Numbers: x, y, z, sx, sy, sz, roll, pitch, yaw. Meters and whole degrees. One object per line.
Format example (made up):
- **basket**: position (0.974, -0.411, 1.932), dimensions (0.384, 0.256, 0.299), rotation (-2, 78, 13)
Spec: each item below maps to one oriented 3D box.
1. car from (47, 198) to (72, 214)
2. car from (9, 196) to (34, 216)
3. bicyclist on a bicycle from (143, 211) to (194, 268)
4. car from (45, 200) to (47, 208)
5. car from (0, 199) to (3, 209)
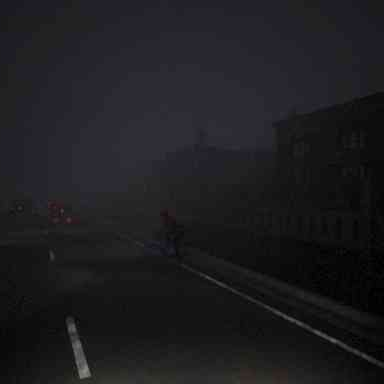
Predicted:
- **car**: position (-13.193, 1.483, 33.376), dimensions (1.895, 1.301, 4.718), rotation (0, 0, -25)
- **car**: position (-16.149, 1.435, 31.434), dimensions (2.033, 1.411, 5.357), rotation (0, 0, -25)
- **bicyclist on a bicycle**: position (-0.664, 1.390, 9.820), dimensions (1.656, 1.620, 0.582), rotation (0, 0, -25)
- **car**: position (-17.688, 1.413, 42.786), dimensions (1.994, 1.385, 4.181), rotation (0, 0, -26)
- **car**: position (-24.908, 1.328, 41.706), dimensions (1.882, 1.535, 5.008), rotation (0, 0, -25)
